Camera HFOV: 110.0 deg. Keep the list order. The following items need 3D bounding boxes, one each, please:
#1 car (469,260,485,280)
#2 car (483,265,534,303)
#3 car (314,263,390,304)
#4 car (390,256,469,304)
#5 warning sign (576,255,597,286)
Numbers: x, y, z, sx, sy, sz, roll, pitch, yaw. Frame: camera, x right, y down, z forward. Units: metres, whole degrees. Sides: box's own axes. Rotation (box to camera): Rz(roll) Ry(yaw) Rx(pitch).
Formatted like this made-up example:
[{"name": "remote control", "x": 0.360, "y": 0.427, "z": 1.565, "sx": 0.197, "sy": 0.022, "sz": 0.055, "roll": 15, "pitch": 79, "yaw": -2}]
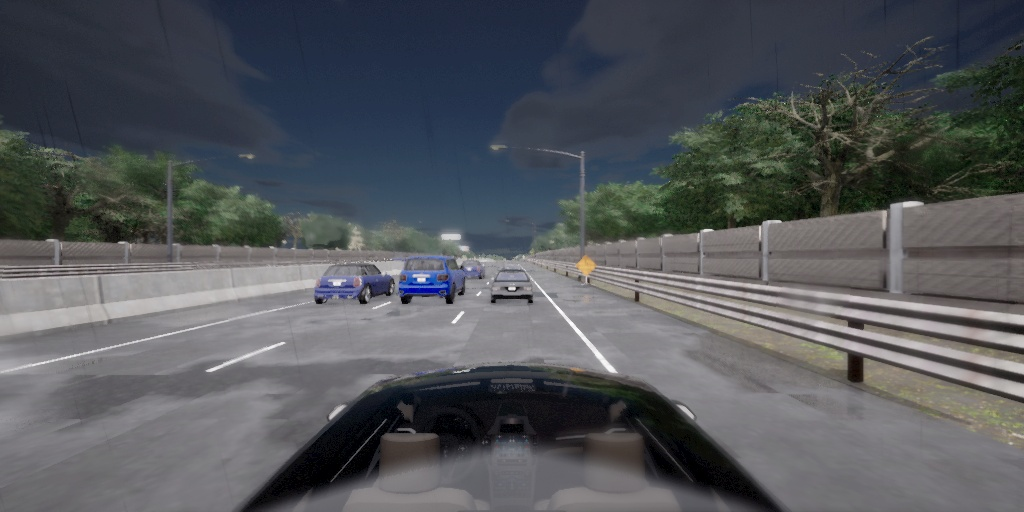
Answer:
[{"name": "car", "x": -3.500, "y": 1.121, "z": 31.471, "sx": 2.097, "sy": 1.767, "sz": 4.553, "roll": 0, "pitch": 0, "yaw": 0}, {"name": "car", "x": 0.000, "y": 1.317, "z": 16.500, "sx": 2.033, "sy": 1.411, "sz": 5.357, "roll": 0, "pitch": 0, "yaw": 0}, {"name": "car", "x": -7.000, "y": 1.120, "z": 16.470, "sx": 2.097, "sy": 1.767, "sz": 4.553, "roll": 0, "pitch": 0, "yaw": 0}, {"name": "car", "x": -3.500, "y": 1.011, "z": 16.531, "sx": 2.150, "sy": 2.045, "sz": 5.566, "roll": 0, "pitch": 0, "yaw": 0}, {"name": "warning sign", "x": 4.551, "y": 0.869, "z": 21.899, "sx": 1.300, "sy": 1.860, "sz": 1.060, "roll": 0, "pitch": 0, "yaw": 0}]
